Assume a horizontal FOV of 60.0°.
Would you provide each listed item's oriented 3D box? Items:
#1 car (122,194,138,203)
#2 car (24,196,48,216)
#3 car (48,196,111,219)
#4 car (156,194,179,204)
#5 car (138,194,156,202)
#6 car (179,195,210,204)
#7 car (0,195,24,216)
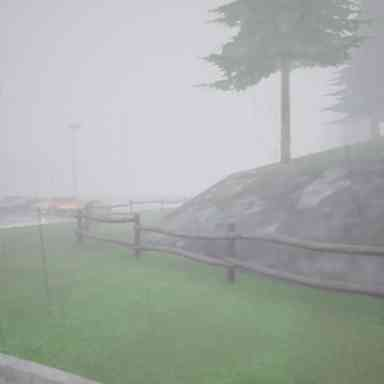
[{"bbox_3d":[-9.428,1.032,55.070,1.882,1.535,5.008,0,0,29],"label":"car"},{"bbox_3d":[-11.727,1.151,29.157,2.097,1.767,4.553,0,1,29],"label":"car"},{"bbox_3d":[-8.796,1.278,27.223,1.882,1.535,5.008,0,1,29],"label":"car"},{"bbox_3d":[-3.191,1.074,51.892,1.812,1.442,4.674,0,0,29],"label":"car"},{"bbox_3d":[-6.027,1.038,53.991,2.128,1.511,4.902,0,0,29],"label":"car"},{"bbox_3d":[0.395,1.137,51.129,1.895,1.301,4.718,0,1,29],"label":"car"},{"bbox_3d":[-14.957,1.282,30.543,1.882,1.535,5.008,0,1,29],"label":"car"}]
